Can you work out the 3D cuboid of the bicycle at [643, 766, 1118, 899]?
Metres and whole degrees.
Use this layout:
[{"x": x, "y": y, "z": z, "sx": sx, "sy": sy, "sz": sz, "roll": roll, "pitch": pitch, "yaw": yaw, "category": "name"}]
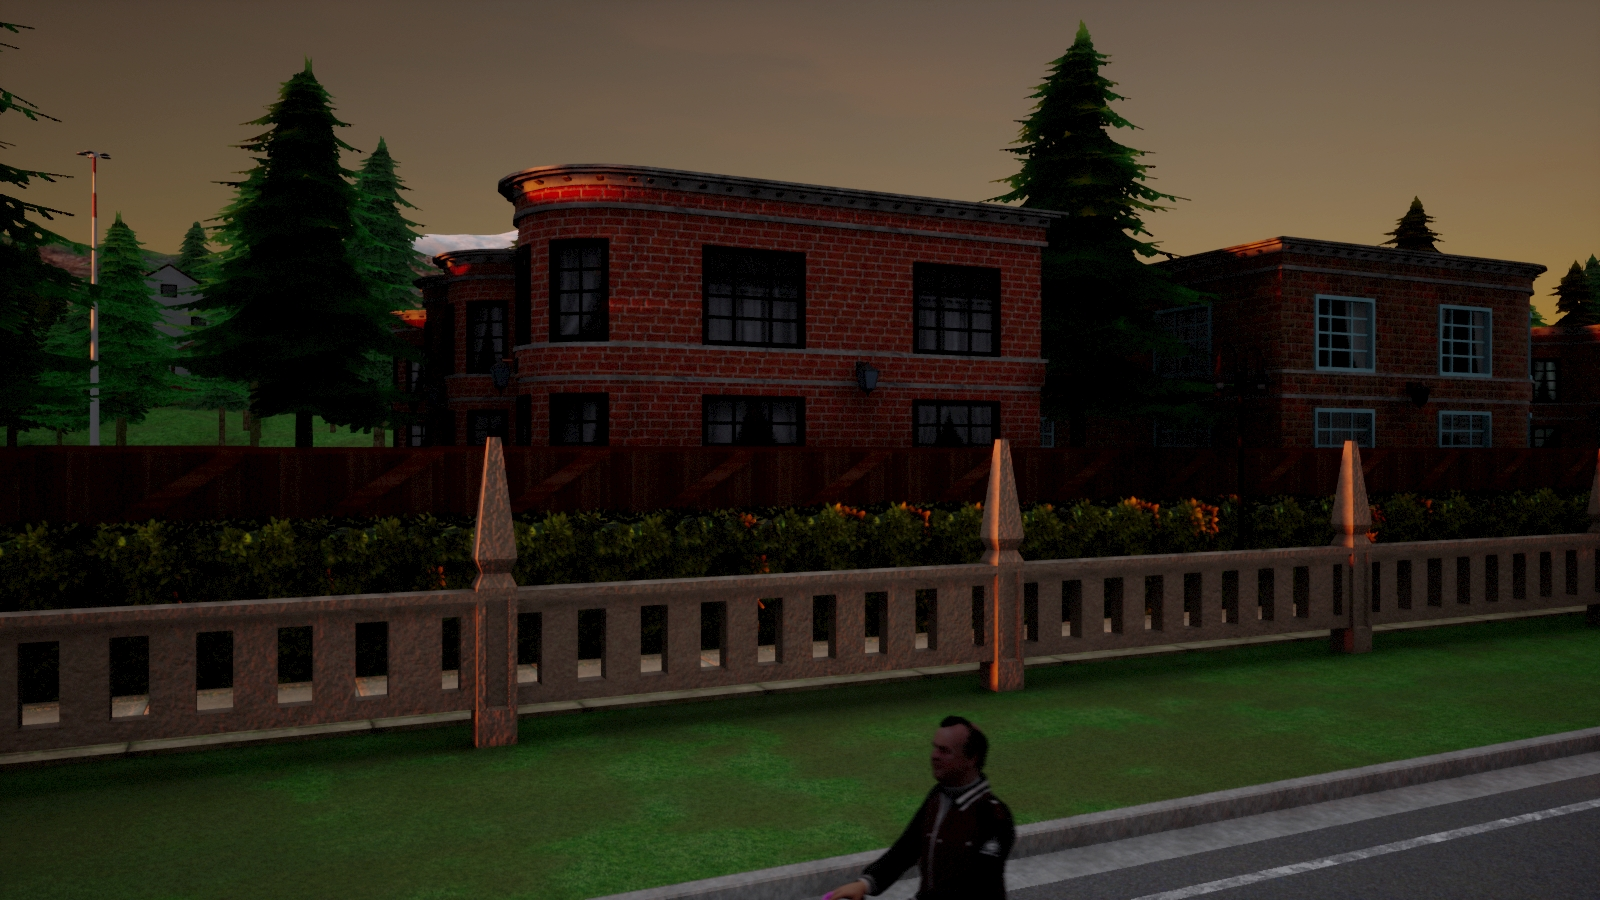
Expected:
[{"x": 0.348, "y": 2.060, "z": 4.259, "sx": 1.835, "sy": 1.471, "sz": 0.329, "roll": 0, "pitch": 0, "yaw": -25, "category": "bicycle"}]
